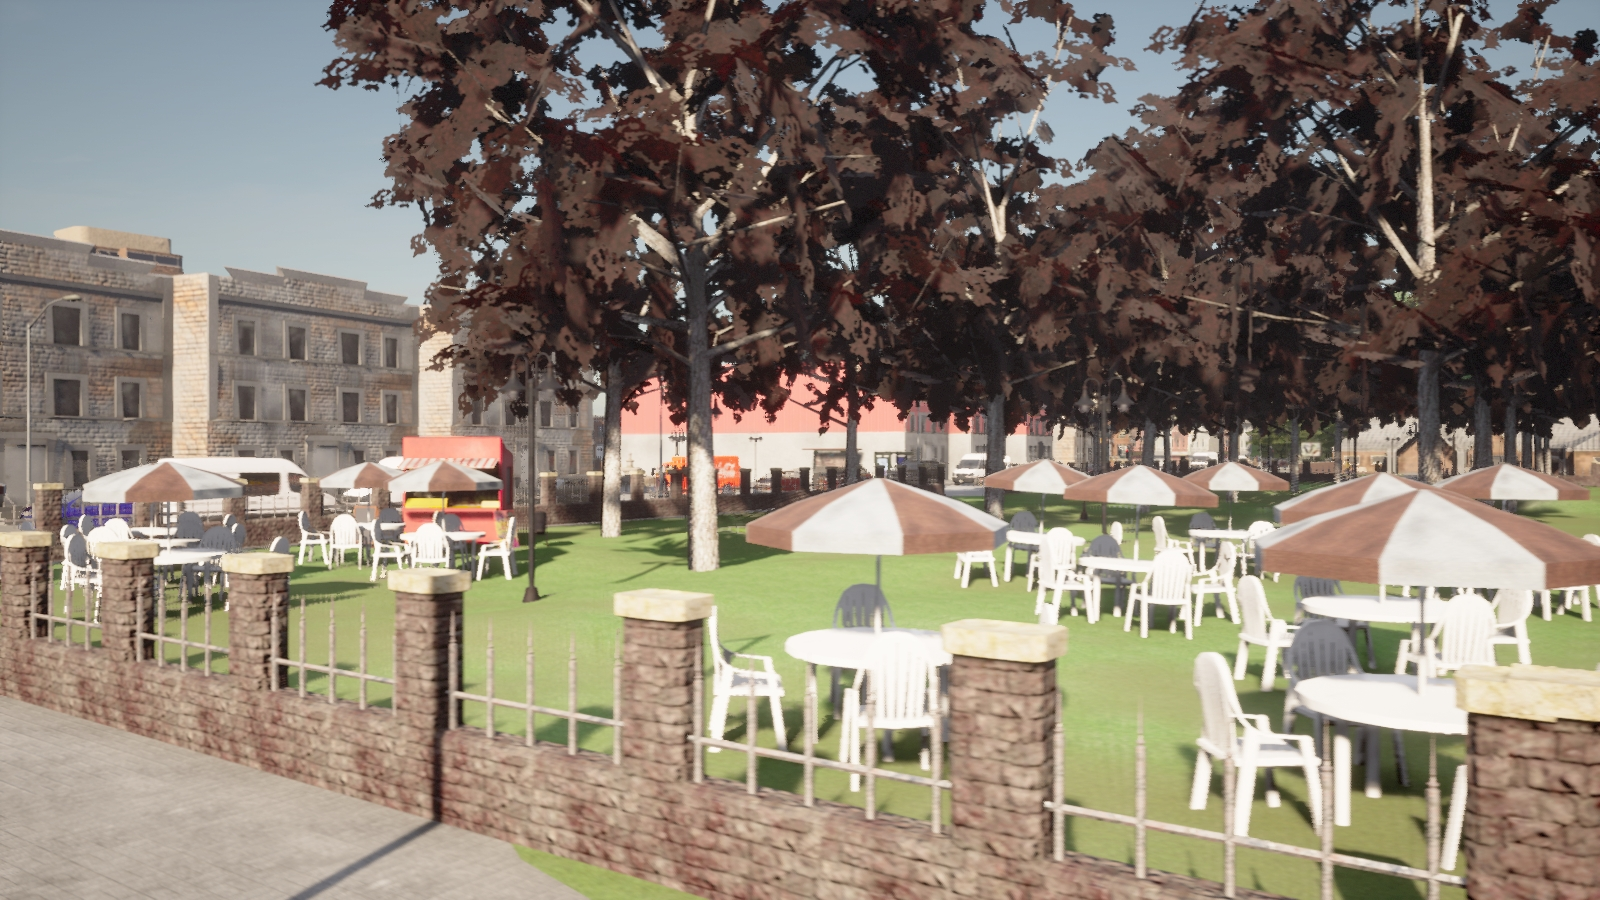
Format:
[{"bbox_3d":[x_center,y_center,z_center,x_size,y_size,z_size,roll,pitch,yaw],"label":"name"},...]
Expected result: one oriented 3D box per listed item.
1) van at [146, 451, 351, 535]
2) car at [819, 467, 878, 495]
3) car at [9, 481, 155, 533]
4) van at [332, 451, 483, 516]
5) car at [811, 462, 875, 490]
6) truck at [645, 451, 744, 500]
[{"bbox_3d":[-18.192,1.317,38.054,1.988,2.561,5.915,0,0,36],"label":"van"},{"bbox_3d":[2.894,1.809,68.092,1.789,1.549,3.705,0,0,35],"label":"car"},{"bbox_3d":[-23.438,1.821,37.397,1.845,1.501,3.633,0,0,35],"label":"car"},{"bbox_3d":[-16.256,1.318,47.695,1.988,2.561,5.915,0,0,35],"label":"van"},{"bbox_3d":[2.851,1.689,75.061,2.097,1.767,4.553,0,0,35],"label":"car"},{"bbox_3d":[-5.722,1.338,62.748,2.627,2.467,5.204,0,1,35],"label":"truck"}]
